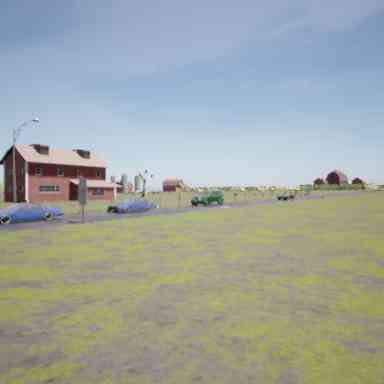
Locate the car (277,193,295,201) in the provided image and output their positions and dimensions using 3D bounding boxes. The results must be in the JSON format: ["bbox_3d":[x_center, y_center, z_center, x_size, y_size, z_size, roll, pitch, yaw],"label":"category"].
[{"bbox_3d":[16.728,0.856,58.907,1.895,1.301,4.718,0,1,36],"label":"car"}]

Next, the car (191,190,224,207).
[{"bbox_3d":[2.104,0.793,43.703,2.150,2.045,5.566,0,1,36],"label":"car"}]

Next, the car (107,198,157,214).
[{"bbox_3d":[-5.781,1.320,32.838,2.033,1.411,5.357,0,1,36],"label":"car"}]

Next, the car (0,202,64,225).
[{"bbox_3d":[-12.130,1.478,24.129,2.033,1.411,5.357,0,1,37],"label":"car"}]
